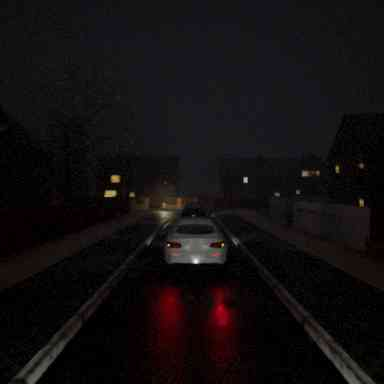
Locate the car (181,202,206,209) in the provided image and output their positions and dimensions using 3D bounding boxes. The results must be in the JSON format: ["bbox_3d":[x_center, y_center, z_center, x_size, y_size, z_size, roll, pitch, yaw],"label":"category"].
[{"bbox_3d":[0.105,1.506,26.326,1.812,1.442,4.674,0,0,0],"label":"car"}]

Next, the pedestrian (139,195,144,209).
[{"bbox_3d":[-6.707,1.323,43.870,0.375,1.860,0.375,0,-1,1],"label":"pedestrian"}]

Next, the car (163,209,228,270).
[{"bbox_3d":[0.103,1.518,10.855,1.812,1.442,4.674,0,0,0],"label":"car"}]
